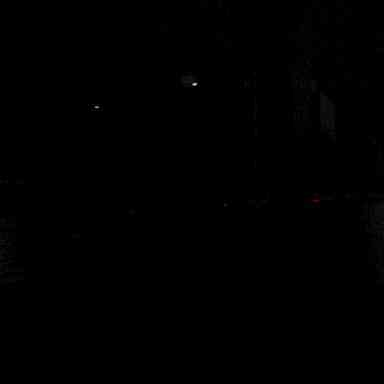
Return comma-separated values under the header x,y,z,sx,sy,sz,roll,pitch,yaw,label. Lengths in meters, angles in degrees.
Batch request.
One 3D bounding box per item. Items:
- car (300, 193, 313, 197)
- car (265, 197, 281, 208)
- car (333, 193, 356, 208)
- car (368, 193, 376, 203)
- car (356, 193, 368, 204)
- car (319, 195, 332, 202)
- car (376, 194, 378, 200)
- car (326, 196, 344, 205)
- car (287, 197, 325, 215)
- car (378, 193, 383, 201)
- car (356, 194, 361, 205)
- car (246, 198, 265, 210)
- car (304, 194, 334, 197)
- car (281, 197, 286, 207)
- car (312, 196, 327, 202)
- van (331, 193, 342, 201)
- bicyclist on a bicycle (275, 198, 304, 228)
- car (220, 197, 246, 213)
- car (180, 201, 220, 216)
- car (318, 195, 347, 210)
x,y,z,sx,sy,sz,roll,pitch,yaw,label
19.894,1.416,59.499,1.887,1.381,4.507,0,0,35,car
10.152,1.427,45.458,1.752,1.417,4.829,0,0,35,car
20.463,1.137,45.368,2.192,1.841,5.009,0,0,35,car
33.321,1.100,63.899,2.192,1.841,5.009,0,0,35,car
26.891,1.118,54.633,2.192,1.841,5.009,0,0,35,car
29.538,1.428,73.398,1.802,1.307,4.206,0,0,35,car
36.633,1.303,68.670,1.752,1.417,4.829,-1,0,35,car
23.261,1.354,53.908,1.812,1.442,4.674,-1,0,35,car
10.820,1.425,31.468,1.947,1.339,4.313,0,0,35,car
42.965,1.359,77.795,1.802,1.307,4.206,-1,0,35,car
23.678,1.378,49.999,1.947,1.339,4.313,0,0,35,car
7.034,1.495,40.965,1.802,1.307,4.206,0,0,35,car
17.398,1.337,45.456,2.128,1.511,4.902,-1,0,35,car
13.464,1.456,50.233,1.947,1.339,4.313,0,0,35,car
26.325,1.419,68.766,1.947,1.339,4.313,0,0,35,car
35.966,1.187,82.667,1.690,1.788,3.998,-1,0,35,van
5.339,1.177,18.373,1.656,1.620,0.582,-1,0,35,bicyclist on a bicycle
3.818,1.367,36.332,1.967,1.590,4.097,0,0,35,car
0.605,1.525,31.699,1.802,1.307,4.206,0,0,35,car
17.249,1.378,40.734,1.887,1.381,4.507,0,0,35,car
